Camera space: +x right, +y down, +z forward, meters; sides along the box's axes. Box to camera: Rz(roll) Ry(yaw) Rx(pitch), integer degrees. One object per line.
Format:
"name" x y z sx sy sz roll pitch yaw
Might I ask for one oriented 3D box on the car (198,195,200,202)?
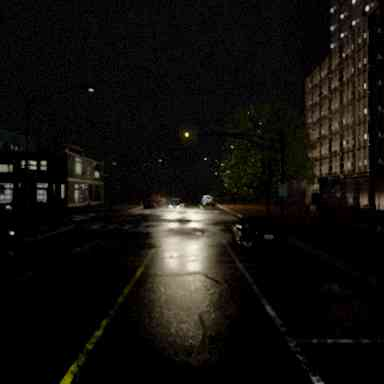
"car" 2.673 1.784 68.369 2.008 1.369 4.403 0 0 0

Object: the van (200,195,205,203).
"van" 2.677 1.536 57.268 1.690 1.788 3.998 0 0 0

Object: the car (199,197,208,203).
"car" 2.670 1.838 79.471 1.947 1.339 4.313 0 0 0

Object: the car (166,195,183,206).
"car" -3.065 1.765 59.179 1.994 1.385 4.181 0 0 0

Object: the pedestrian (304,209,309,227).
"pedestrian" 7.129 1.600 20.658 0.500 1.100 0.500 0 0 0

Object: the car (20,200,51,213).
"car" -17.279 1.489 35.160 4.507 1.381 1.887 1 -1 -1

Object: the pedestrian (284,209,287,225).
"pedestrian" 6.097 1.596 21.857 0.500 1.100 0.500 0 0 0

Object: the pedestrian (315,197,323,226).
"pedestrian" 8.129 1.240 21.261 0.375 1.860 0.375 0 0 0

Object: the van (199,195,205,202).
"van" 2.668 1.651 90.573 1.690 1.788 3.998 0 0 0

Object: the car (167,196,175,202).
"car" -5.714 1.861 90.568 2.008 1.369 4.403 0 0 0

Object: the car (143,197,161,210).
"car" -5.701 1.739 46.160 1.802 1.307 4.206 0 0 0

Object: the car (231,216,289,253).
"car" 2.690 1.613 13.687 1.947 1.339 4.313 0 0 0

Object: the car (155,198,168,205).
"car" -5.706 1.765 62.813 2.008 1.369 4.403 0 0 0

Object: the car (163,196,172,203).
"car" -5.711 1.796 79.296 1.752 1.417 4.829 0 0 0

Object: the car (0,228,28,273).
"car" -5.689 1.594 8.145 1.947 1.339 4.313 0 0 0

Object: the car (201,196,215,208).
"car" 2.678 1.702 51.886 1.752 1.417 4.829 0 0 0

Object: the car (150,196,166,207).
"car" -5.701 1.491 51.712 2.192 1.841 5.009 0 0 0

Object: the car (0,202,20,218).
"car" -17.156 1.191 26.786 5.009 1.841 2.192 1 -1 -1

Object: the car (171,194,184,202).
"car" -3.022 1.480 74.620 2.150 2.045 5.566 0 0 0
